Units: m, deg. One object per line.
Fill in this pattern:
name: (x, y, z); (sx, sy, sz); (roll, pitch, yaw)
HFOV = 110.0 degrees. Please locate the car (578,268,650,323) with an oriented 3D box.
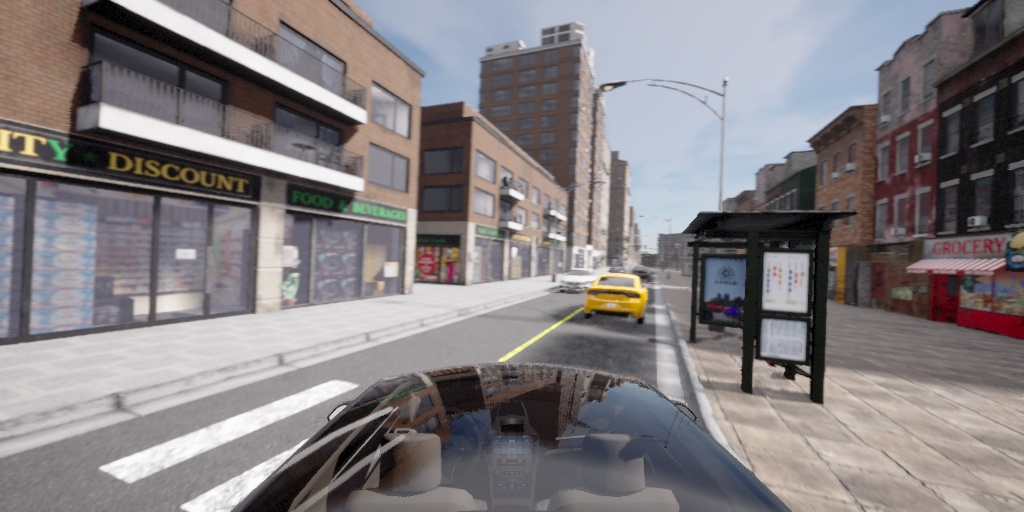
car: (3.975, 1.400, 13.332); (1.882, 1.535, 5.008); (2, 0, 22)

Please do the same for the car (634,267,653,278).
car: (13.253, 1.836, 36.849); (1.837, 1.490, 4.892); (2, 0, 22)

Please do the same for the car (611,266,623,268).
car: (12.618, 1.882, 43.021); (1.994, 1.385, 4.181); (2, 0, 22)

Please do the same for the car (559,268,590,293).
car: (4.242, 1.473, 22.046); (1.812, 1.442, 4.674); (2, 0, 22)
